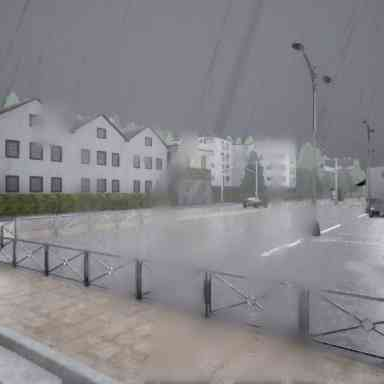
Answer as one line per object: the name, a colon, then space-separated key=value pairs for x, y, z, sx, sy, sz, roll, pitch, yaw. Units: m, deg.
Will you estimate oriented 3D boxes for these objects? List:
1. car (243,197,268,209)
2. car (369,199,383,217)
car: x=8.138 y=1.334 z=42.783 sx=1.812 sy=1.442 sz=4.674 roll=0 pitch=0 yaw=36
car: x=15.516 y=1.298 z=26.748 sx=2.007 sy=1.523 sz=4.514 roll=0 pitch=0 yaw=35
